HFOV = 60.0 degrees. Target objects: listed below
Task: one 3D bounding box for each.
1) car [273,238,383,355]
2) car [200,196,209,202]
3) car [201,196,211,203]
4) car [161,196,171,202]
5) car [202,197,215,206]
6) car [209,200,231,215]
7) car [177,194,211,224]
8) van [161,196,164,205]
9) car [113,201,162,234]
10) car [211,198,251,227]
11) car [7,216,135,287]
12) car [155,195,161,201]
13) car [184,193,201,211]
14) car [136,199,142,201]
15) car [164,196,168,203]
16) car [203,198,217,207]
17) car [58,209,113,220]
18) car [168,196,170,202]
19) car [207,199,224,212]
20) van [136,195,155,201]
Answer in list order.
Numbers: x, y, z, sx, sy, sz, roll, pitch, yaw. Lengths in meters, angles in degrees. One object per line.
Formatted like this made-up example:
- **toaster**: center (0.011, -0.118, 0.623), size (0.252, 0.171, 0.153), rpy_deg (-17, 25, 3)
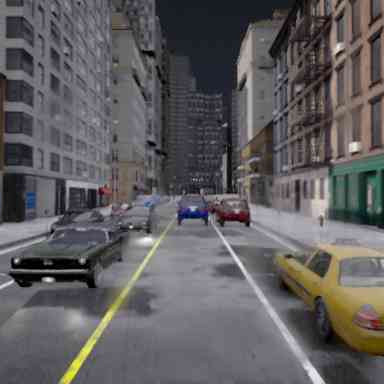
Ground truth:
- **car**: center (2.769, 1.527, 6.268), size (1.752, 1.417, 4.829), rpy_deg (1, 0, 0)
- **car**: center (2.748, 1.532, 73.410), size (1.887, 1.381, 4.507), rpy_deg (1, 0, 0)
- **car**: center (2.749, 1.573, 67.800), size (1.802, 1.307, 4.206), rpy_deg (1, 0, 0)
- **car**: center (-5.778, 1.531, 73.408), size (1.887, 1.381, 4.507), rpy_deg (1, 0, 0)
- **car**: center (2.753, 1.543, 56.582), size (1.887, 1.381, 4.507), rpy_deg (1, 0, 0)
- **car**: center (2.760, 1.549, 34.144), size (1.887, 1.381, 4.507), rpy_deg (1, 0, 0)
- **car**: center (0.065, 1.227, 24.627), size (2.150, 2.045, 5.566), rpy_deg (0, 0, 0)
- **van**: center (-5.768, 1.340, 50.971), size (1.690, 1.788, 3.998), rpy_deg (1, 0, 0)
- **car**: center (-3.042, 1.507, 19.201), size (1.837, 1.490, 4.892), rpy_deg (0, 0, 1)
- **car**: center (2.767, 1.319, 22.926), size (2.192, 1.841, 5.009), rpy_deg (1, 0, 0)
- **car**: center (-3.097, 1.603, 9.432), size (1.895, 1.301, 4.718), rpy_deg (0, 0, 1)
- **car**: center (-5.768, 1.441, 45.362), size (1.967, 1.590, 4.097), rpy_deg (1, 0, 0)
- **car**: center (0.066, 1.227, 42.767), size (2.150, 2.045, 5.566), rpy_deg (0, 0, 0)
- **car**: center (-5.764, 1.585, 28.532), size (1.802, 1.307, 4.206), rpy_deg (1, 0, 0)
- **car**: center (-5.773, 1.547, 56.580), size (2.008, 1.369, 4.403), rpy_deg (1, 0, 0)
- **car**: center (2.755, 1.566, 50.972), size (1.947, 1.339, 4.313), rpy_deg (1, 0, 0)
- **car**: center (-5.761, 1.568, 17.314), size (1.947, 1.339, 4.313), rpy_deg (1, 0, 0)
- **car**: center (-5.776, 1.541, 67.799), size (2.008, 1.369, 4.403), rpy_deg (1, 0, 0)
- **car**: center (2.758, 1.586, 39.754), size (1.802, 1.307, 4.206), rpy_deg (1, 0, 0)
- **van**: center (-5.765, 1.343, 39.752), size (1.690, 1.788, 3.998), rpy_deg (1, 0, 0)
